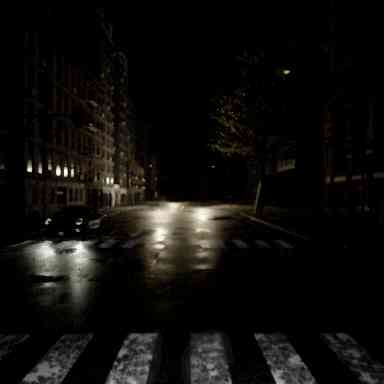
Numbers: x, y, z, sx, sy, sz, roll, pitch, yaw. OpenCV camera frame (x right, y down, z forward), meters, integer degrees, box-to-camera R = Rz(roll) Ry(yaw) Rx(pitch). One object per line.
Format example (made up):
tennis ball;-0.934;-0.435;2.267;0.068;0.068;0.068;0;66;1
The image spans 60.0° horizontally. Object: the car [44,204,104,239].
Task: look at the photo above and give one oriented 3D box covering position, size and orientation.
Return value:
car;-6.530;1.519;18.807;2.097;1.767;4.553;0;-1;0
